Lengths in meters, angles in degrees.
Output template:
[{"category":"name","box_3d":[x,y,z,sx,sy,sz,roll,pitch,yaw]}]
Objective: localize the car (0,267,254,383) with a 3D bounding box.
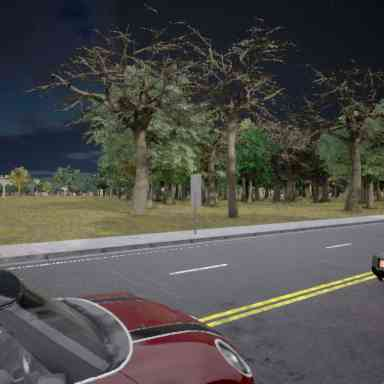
[{"category":"car","box_3d":[-1.651,1.351,2.263,4.553,1.767,2.097,0,0,-35]}]

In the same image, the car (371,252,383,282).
[{"category":"car","box_3d":[6.382,1.603,7.978,4.718,1.301,1.895,0,0,-35]}]
